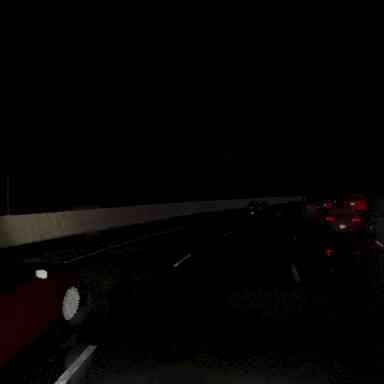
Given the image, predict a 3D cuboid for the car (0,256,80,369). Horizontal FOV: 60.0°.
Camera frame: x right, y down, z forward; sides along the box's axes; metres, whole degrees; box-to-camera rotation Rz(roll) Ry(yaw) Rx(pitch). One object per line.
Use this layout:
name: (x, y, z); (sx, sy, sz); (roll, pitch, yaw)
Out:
car: (-3.079, 1.477, 4.073); (1.882, 1.535, 5.008); (0, 0, 4)

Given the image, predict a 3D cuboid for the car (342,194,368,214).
car: (16.247, 1.221, 33.272); (2.150, 2.045, 5.566); (0, 0, 29)

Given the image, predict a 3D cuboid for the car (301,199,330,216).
car: (12.063, 1.564, 32.885); (1.994, 1.385, 4.181); (0, 0, 29)

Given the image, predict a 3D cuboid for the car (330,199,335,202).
car: (16.872, 1.564, 41.604); (1.994, 1.385, 4.181); (0, 0, 29)

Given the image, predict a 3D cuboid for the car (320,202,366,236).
car: (8.375, 1.526, 18.423); (1.812, 1.442, 4.674); (0, 0, 25)

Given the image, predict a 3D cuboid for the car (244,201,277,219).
car: (6.095, 1.493, 29.323); (2.128, 1.511, 4.902); (0, 0, 28)
